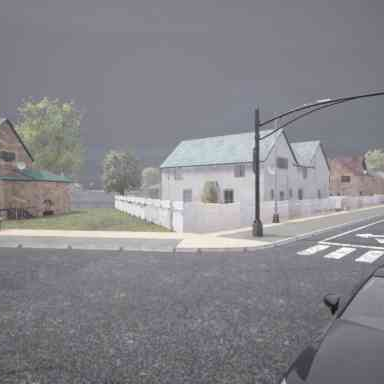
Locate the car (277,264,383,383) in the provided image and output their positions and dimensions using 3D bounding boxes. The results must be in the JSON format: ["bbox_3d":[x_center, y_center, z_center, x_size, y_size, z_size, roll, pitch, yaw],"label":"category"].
[{"bbox_3d":[2.561,1.524,3.463,1.812,1.442,4.674,0,0,42],"label":"car"}]
